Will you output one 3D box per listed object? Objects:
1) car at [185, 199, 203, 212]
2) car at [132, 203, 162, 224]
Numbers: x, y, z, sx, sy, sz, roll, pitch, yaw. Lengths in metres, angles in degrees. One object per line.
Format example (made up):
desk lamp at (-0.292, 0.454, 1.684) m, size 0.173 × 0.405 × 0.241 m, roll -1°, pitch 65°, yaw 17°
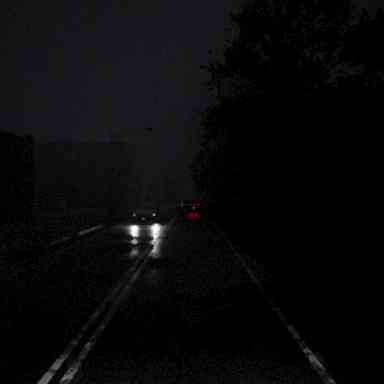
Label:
car at (0.239, 1.632, 41.806) m, size 1.837 × 1.490 × 4.892 m, roll 0°, pitch 0°, yaw 1°
car at (-3.331, 1.570, 25.195) m, size 1.812 × 1.442 × 4.674 m, roll 0°, pitch 0°, yaw 0°
